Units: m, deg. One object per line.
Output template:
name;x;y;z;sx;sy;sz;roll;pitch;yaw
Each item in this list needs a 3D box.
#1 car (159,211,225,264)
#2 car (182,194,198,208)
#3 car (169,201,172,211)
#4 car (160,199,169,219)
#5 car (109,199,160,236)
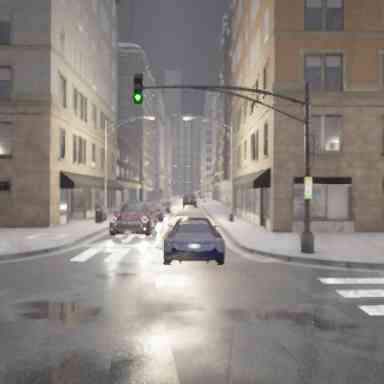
car;0.055;1.600;11.971;1.994;1.385;4.181;0;0;0
car;-0.360;1.353;50.193;2.150;2.045;5.566;0;0;0
car;-3.308;1.576;37.662;2.128;1.511;4.902;0;0;0
car;-3.263;1.564;27.683;1.837;1.490;4.892;0;0;0
car;-3.182;1.388;18.586;2.097;1.767;4.553;0;0;-1
